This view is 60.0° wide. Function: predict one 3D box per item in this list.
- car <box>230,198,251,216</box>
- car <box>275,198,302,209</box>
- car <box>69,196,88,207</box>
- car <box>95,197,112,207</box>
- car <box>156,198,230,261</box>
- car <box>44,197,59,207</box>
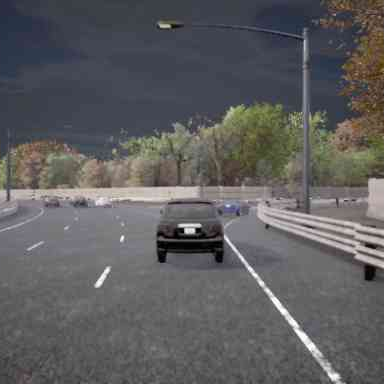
[{"bbox_3d":[4.218,1.350,32.294,2.097,1.767,4.553,0,0,25],"label":"car"},{"bbox_3d":[12.812,1.512,43.976,4.674,1.442,1.812,0,0,-44],"label":"car"},{"bbox_3d":[-17.333,1.387,50.513,2.097,1.767,4.553,0,0,-29],"label":"car"},{"bbox_3d":[-13.649,1.555,51.132,1.812,1.442,4.674,0,0,-28],"label":"car"},{"bbox_3d":[-0.029,1.223,12.353,2.150,2.045,5.566,0,0,1],"label":"car"},{"bbox_3d":[-21.473,1.533,50.778,2.128,1.511,4.902,0,0,-30],"label":"car"}]
